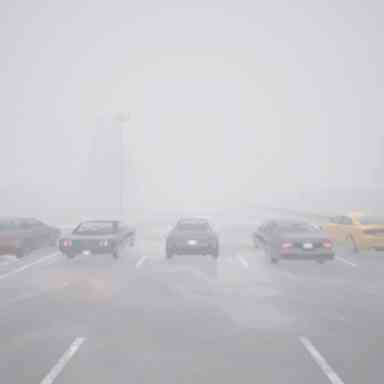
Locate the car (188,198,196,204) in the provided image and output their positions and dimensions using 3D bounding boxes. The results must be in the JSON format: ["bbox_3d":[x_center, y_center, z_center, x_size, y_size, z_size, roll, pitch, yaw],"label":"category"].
[{"bbox_3d":[0.007,2.397,88.732,2.128,1.511,4.902,0,-1,0],"label":"car"}]

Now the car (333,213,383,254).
[{"bbox_3d":[7.039,1.637,14.235,1.882,1.535,5.008,0,0,1],"label":"car"}]

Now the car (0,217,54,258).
[{"bbox_3d":[-6.971,1.715,13.485,1.994,1.385,4.181,0,-1,1],"label":"car"}]

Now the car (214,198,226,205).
[{"bbox_3d":[7.006,2.395,80.389,1.812,1.442,4.674,0,-1,0],"label":"car"}]

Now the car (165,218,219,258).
[{"bbox_3d":[0.031,1.715,13.416,1.994,1.385,4.181,0,-1,1],"label":"car"}]

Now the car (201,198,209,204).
[{"bbox_3d":[3.507,2.412,88.731,2.033,1.411,5.357,0,-1,0],"label":"car"}]

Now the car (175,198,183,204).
[{"bbox_3d":[-3.493,2.406,89.565,1.837,1.490,4.892,0,-1,0],"label":"car"}]

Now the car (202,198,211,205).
[{"bbox_3d":[3.506,2.326,79.140,1.882,1.535,5.008,0,-1,0],"label":"car"}]

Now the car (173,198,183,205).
[{"bbox_3d":[-3.494,2.467,79.586,1.895,1.301,4.718,0,-1,0],"label":"car"}]

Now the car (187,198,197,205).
[{"bbox_3d":[0.006,2.348,79.140,1.837,1.490,4.892,0,-1,0],"label":"car"}]

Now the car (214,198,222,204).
[{"bbox_3d":[7.007,2.384,89.564,1.882,1.535,5.008,0,-1,0],"label":"car"}]

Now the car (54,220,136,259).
[{"bbox_3d":[-3.470,1.749,13.228,1.895,1.301,4.718,0,-1,1],"label":"car"}]

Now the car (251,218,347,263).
[{"bbox_3d":[3.518,1.688,12.520,2.033,1.411,5.357,0,-1,1],"label":"car"}]
